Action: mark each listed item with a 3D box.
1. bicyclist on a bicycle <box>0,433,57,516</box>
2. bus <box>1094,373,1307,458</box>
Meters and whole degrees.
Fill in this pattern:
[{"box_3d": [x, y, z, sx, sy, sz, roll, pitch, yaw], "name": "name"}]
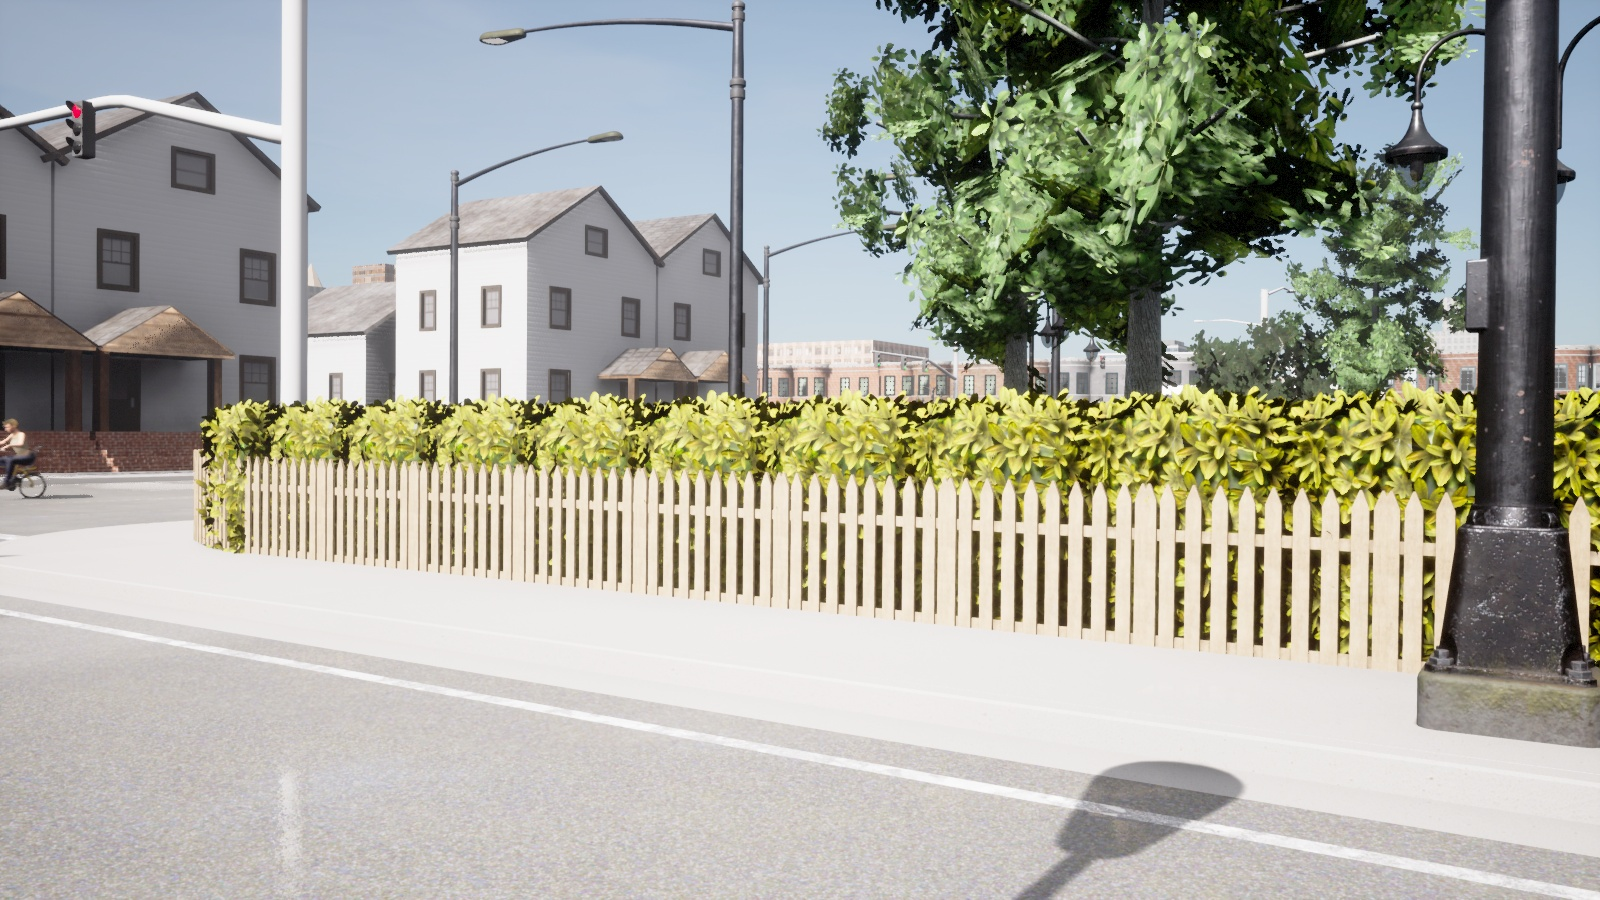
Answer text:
[{"box_3d": [-15.725, 0.471, 24.837, 0.866, 1.612, 1.509, 0, 1, 33], "name": "bicyclist on a bicycle"}, {"box_3d": [21.529, -1.766, 67.789, 10.273, 4.253, 3.944, 0, 1, 33], "name": "bus"}]
